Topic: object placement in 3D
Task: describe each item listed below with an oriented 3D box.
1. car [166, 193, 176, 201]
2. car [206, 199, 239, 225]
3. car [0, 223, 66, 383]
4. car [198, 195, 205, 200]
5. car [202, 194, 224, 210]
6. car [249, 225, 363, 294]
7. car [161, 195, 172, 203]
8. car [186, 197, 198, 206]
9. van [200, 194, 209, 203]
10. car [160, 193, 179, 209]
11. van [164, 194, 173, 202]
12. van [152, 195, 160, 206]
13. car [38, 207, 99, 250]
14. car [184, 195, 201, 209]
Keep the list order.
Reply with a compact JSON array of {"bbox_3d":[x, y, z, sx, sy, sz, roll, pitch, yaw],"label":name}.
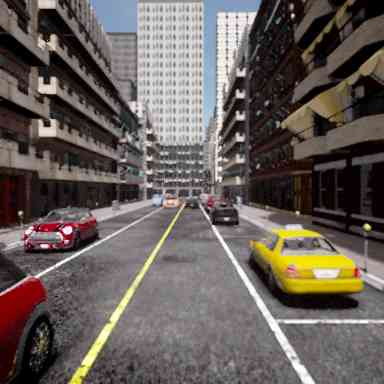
[{"bbox_3d":[-5.349,1.254,86.136,2.192,1.841,5.009,-1,0,0],"label":"car"},{"bbox_3d":[2.224,1.491,23.812,1.837,1.490,4.892,0,0,0],"label":"car"},{"bbox_3d":[-2.851,1.351,2.395,2.097,1.767,4.553,0,0,0],"label":"car"},{"bbox_3d":[2.532,1.479,91.707,1.887,1.381,4.507,-1,0,0],"label":"car"},{"bbox_3d":[2.544,1.294,36.216,2.192,1.841,5.009,-1,0,0],"label":"car"},{"bbox_3d":[2.554,1.521,8.641,1.752,1.417,4.829,-1,0,0],"label":"car"},{"bbox_3d":[-5.343,1.394,69.489,1.967,1.590,4.097,-1,0,0],"label":"car"},{"bbox_3d":[-0.014,1.565,56.807,1.895,1.301,4.718,0,0,0],"label":"car"},{"bbox_3d":[2.536,1.295,69.511,1.690,1.788,3.998,-1,0,0],"label":"van"},{"bbox_3d":[-2.842,1.322,45.792,2.097,1.767,4.553,0,0,0],"label":"car"},{"bbox_3d":[-5.346,1.290,75.038,1.690,1.788,3.998,-1,0,0],"label":"van"},{"bbox_3d":[-5.340,1.308,52.842,1.690,1.788,3.998,-1,0,0],"label":"van"},{"bbox_3d":[-5.329,1.432,13.998,1.967,1.590,4.097,-1,0,0],"label":"car"},{"bbox_3d":[0.003,1.498,44.882,1.812,1.442,4.674,0,0,0],"label":"car"}]
